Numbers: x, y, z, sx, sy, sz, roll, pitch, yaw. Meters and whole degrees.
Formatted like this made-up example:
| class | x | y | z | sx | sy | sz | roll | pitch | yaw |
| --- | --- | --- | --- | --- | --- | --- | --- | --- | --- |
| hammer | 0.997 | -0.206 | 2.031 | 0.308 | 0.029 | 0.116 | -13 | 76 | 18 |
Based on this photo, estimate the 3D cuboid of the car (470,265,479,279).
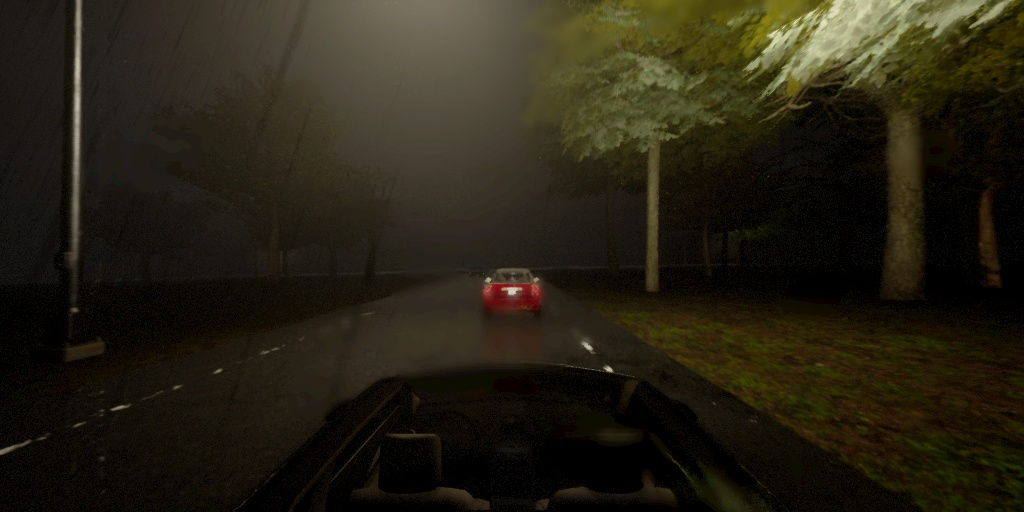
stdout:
| class | x | y | z | sx | sy | sz | roll | pitch | yaw |
| --- | --- | --- | --- | --- | --- | --- | --- | --- | --- |
| car | -3.609 | 1.791 | 40.472 | 1.837 | 1.490 | 4.892 | 0 | 0 | -2 |

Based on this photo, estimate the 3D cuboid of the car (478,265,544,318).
| class | x | y | z | sx | sy | sz | roll | pitch | yaw |
| --- | --- | --- | --- | --- | --- | --- | --- | --- | --- |
| car | 0.040 | 1.260 | 13.973 | 2.097 | 1.767 | 4.553 | 0 | -1 | 1 |
